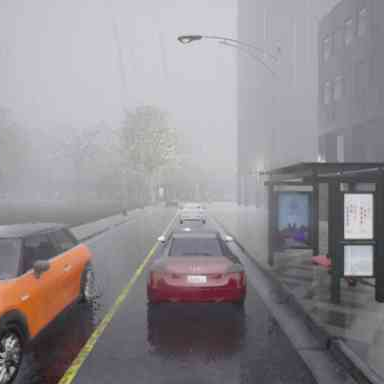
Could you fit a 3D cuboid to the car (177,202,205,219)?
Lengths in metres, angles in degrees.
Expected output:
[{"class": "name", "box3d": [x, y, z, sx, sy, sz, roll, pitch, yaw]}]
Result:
[{"class": "car", "box3d": [0.053, 1.590, 25.453, 1.812, 1.442, 4.674, 0, 0, 0]}]

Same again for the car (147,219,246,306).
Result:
[{"class": "car", "box3d": [0.085, 1.582, 8.135, 1.994, 1.385, 4.181, 0, 0, 0]}]

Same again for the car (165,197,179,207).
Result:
[{"class": "car", "box3d": [-3.105, 1.631, 53.198, 1.837, 1.490, 4.892, 0, 0, 0]}]

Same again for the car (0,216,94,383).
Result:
[{"class": "car", "box3d": [-3.110, 1.361, 5.148, 2.097, 1.767, 4.553, 0, 0, 0]}]
